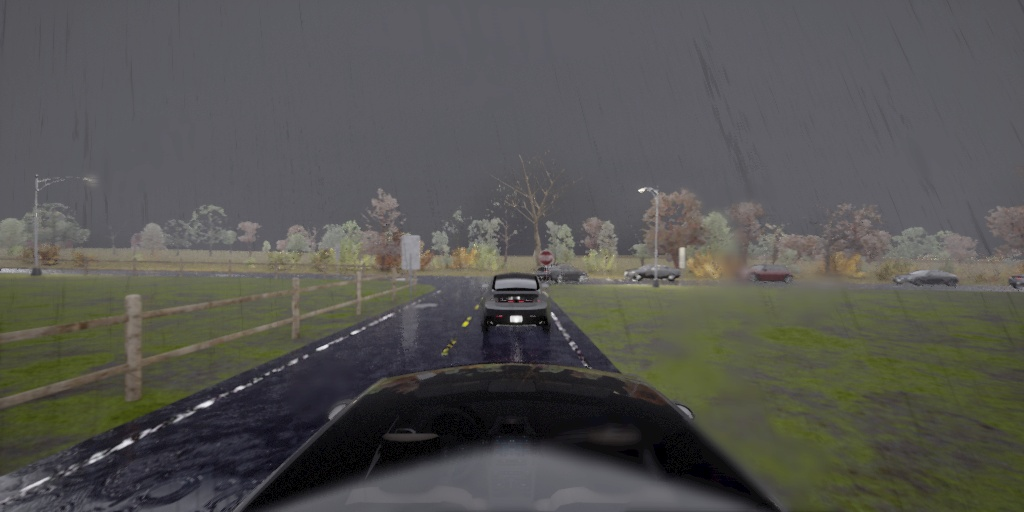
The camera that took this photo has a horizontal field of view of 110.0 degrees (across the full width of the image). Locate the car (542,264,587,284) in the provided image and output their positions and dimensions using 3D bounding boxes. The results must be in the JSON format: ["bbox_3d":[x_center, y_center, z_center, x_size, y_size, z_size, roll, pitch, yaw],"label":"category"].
[{"bbox_3d":[3.948,1.366,27.948,4.892,1.490,1.837,2,-2,-43],"label":"car"}]

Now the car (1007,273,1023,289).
[{"bbox_3d":[44.329,2.104,29.636,4.902,1.511,2.128,1,1,1],"label":"car"}]

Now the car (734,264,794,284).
[{"bbox_3d":[22.774,1.547,32.578,4.553,1.767,2.097,1,1,0],"label":"car"}]

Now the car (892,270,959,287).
[{"bbox_3d":[37.524,1.980,32.540,4.674,1.442,1.812,1,1,2],"label":"car"}]

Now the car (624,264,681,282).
[{"bbox_3d":[12.736,1.508,32.566,4.902,1.511,2.128,1,1,-1],"label":"car"}]

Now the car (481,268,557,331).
[{"bbox_3d":[0.101,1.265,11.034,1.837,1.490,4.892,0,0,0],"label":"car"}]
